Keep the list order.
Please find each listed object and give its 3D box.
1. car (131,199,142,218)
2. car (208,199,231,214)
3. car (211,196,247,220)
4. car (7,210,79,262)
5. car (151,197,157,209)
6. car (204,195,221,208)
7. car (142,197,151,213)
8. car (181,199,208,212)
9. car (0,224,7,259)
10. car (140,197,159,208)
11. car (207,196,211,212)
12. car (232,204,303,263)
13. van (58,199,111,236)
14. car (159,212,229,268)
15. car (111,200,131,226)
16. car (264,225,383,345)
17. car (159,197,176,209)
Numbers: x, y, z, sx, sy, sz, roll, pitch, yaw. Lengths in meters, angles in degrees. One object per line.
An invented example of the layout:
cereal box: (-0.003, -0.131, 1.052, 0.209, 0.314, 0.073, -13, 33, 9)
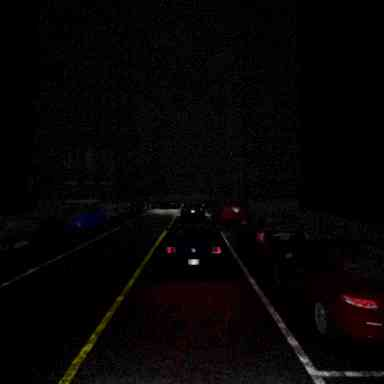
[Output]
car: (-5.758, 1.492, 28.757, 1.802, 1.307, 4.206, 0, 0, 0)
car: (2.769, 1.461, 34.394, 1.947, 1.339, 4.313, 0, 0, 0)
car: (2.765, 1.241, 23.120, 2.192, 1.841, 5.009, 0, 0, 0)
car: (-5.762, 1.542, 11.848, 1.802, 1.307, 4.206, 0, 0, 0)
car: (-5.755, 1.446, 40.030, 1.947, 1.339, 4.313, 0, 0, 0)
car: (2.771, 1.306, 45.666, 1.967, 1.590, 4.097, 0, 0, 0)
car: (-5.756, 1.461, 34.393, 1.947, 1.339, 4.313, 0, 0, 0)
car: (0.083, 1.476, 28.030, 1.994, 1.385, 4.181, 0, 0, 0)
car: (-5.764, 1.530, 6.210, 2.008, 1.369, 4.403, 0, 0, 0)
car: (-5.753, 1.417, 45.667, 2.008, 1.369, 4.403, 0, 0, 0)
car: (2.766, 1.225, 28.757, 2.192, 1.841, 5.009, 0, 0, 0)
car: (2.762, 1.400, 11.849, 1.967, 1.590, 4.097, 0, 0, 0)
van: (-5.762, 1.284, 17.483, 1.690, 1.788, 3.998, 0, 0, 0)
car: (0.067, 1.564, 11.050, 1.895, 1.301, 4.718, 0, 0, 0)
car: (-5.759, 1.452, 22.950, 1.752, 1.417, 4.829, 0, 0, 0)
car: (2.761, 1.560, 6.214, 1.802, 1.307, 4.206, 0, 0, 0)
car: (-3.065, 1.352, 42.263, 1.882, 1.535, 5.008, 0, 0, 0)
